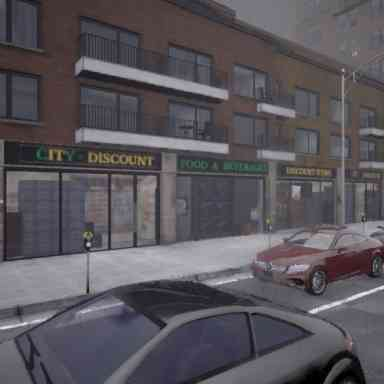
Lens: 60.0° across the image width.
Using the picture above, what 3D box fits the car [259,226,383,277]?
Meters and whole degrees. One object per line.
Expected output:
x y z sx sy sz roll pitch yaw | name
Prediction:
3.394 1.582 8.598 4.206 1.307 1.802 0 0 -35 | car

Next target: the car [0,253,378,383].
-0.399 1.564 2.783 4.181 1.385 1.994 0 0 -35 | car
